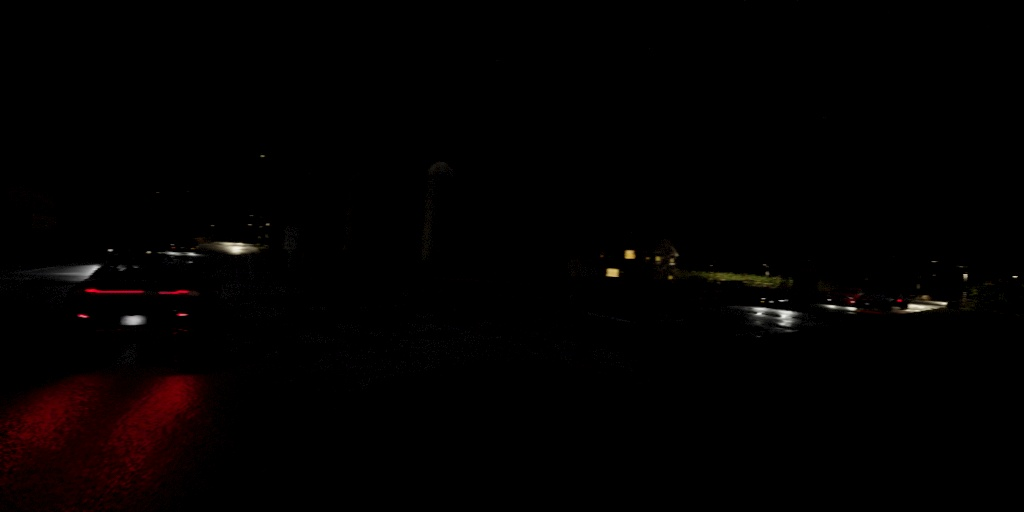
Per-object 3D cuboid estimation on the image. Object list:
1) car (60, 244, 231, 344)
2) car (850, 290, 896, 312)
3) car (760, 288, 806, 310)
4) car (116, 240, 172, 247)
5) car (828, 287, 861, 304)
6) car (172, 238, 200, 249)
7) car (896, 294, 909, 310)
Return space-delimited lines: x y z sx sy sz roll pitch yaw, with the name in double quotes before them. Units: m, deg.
"car" -7.375 0.708 7.608 2.128 1.511 4.902 5 -1 -36
"car" 33.283 4.246 33.010 5.008 1.535 1.882 5 -1 -36
"car" 20.505 3.202 27.067 4.892 1.490 1.837 5 -1 -37
"car" -21.955 -0.256 21.134 1.895 1.301 4.718 5 -1 -36
"car" 35.979 4.381 38.501 5.566 2.045 2.150 5 -1 -37
"car" -33.546 -1.133 36.910 1.837 1.490 4.892 5 -1 -36
"car" 42.092 4.910 39.633 4.553 1.767 2.097 5 -2 -36
